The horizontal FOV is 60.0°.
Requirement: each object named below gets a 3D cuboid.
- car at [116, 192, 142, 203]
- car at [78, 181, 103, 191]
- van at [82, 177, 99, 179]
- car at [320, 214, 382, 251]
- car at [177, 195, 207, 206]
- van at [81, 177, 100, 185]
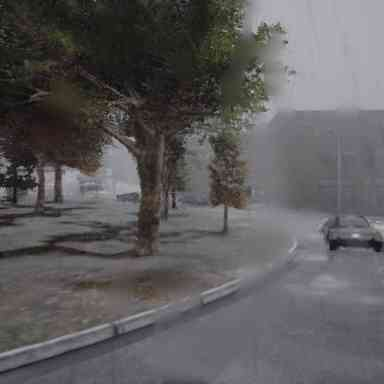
[{"bbox_3d":[-8.147,0.705,44.799,4.181,1.385,1.994,3,0,21],"label":"car"},{"bbox_3d":[-21.561,-1.067,71.520,4.892,1.521,2.231,-1,5,-37],"label":"car"},{"bbox_3d":[-24.208,-2.070,80.253,4.442,1.987,1.878,-1,5,-37],"label":"van"},{"bbox_3d":[6.895,1.661,14.686,1.994,1.385,4.181,0,0,17],"label":"car"},{"bbox_3d":[0.058,1.036,44.046,4.181,1.385,1.994,3,1,38],"label":"car"},{"bbox_3d":[-27.144,-2.840,88.782,4.442,1.987,1.878,-1,6,-37],"label":"van"}]
